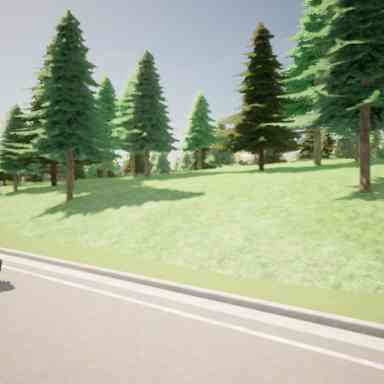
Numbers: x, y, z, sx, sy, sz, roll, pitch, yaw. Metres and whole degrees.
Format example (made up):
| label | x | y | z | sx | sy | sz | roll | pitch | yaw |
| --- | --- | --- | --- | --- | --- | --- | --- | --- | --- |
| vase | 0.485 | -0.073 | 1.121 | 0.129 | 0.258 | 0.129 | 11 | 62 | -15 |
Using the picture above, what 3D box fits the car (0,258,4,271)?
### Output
| label | x | y | z | sx | sy | sz | roll | pitch | yaw |
| --- | --- | --- | --- | --- | --- | --- | --- | --- | --- |
| car | -7.202 | 1.547 | 9.036 | 5.357 | 1.411 | 2.033 | 0 | 0 | 36 |
